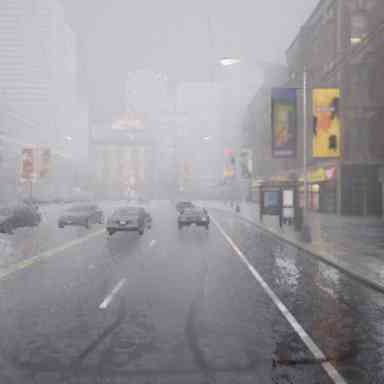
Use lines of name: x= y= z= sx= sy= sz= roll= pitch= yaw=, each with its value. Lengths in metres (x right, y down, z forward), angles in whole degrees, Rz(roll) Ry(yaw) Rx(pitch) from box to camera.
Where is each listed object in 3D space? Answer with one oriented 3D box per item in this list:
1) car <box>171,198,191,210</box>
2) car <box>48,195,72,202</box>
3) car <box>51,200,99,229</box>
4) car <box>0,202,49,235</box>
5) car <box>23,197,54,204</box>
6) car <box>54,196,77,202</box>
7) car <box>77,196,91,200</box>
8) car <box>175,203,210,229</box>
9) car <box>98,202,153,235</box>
car: x=-1.236 y=1.501 z=39.116 sx=1.837 sy=1.490 sz=4.892 roll=1 pitch=0 yaw=-12
car: x=-29.244 y=1.512 z=73.592 sx=4.674 sy=1.452 sz=2.002 roll=0 pitch=0 yaw=20
car: x=-7.142 y=1.502 z=21.750 sx=1.837 sy=1.490 sz=4.892 roll=0 pitch=0 yaw=-1
car: x=-10.595 y=1.545 z=19.236 sx=2.033 sy=1.411 sz=5.357 roll=0 pitch=0 yaw=0
car: x=-26.896 y=1.543 z=57.404 sx=5.357 sy=1.411 sz=2.033 roll=0 pitch=0 yaw=32
car: x=-23.202 y=1.508 z=59.146 sx=4.892 sy=1.490 sz=1.837 roll=0 pitch=-1 yaw=35
car: x=-23.941 y=1.587 z=71.420 sx=4.718 sy=1.301 sz=1.895 roll=0 pitch=0 yaw=30
car: x=0.104 y=1.599 z=21.415 sx=1.895 sy=1.301 sz=4.718 roll=0 pitch=0 yaw=0
car: x=-3.397 y=1.545 z=18.808 sx=2.033 sy=1.411 sz=5.357 roll=0 pitch=0 yaw=0
